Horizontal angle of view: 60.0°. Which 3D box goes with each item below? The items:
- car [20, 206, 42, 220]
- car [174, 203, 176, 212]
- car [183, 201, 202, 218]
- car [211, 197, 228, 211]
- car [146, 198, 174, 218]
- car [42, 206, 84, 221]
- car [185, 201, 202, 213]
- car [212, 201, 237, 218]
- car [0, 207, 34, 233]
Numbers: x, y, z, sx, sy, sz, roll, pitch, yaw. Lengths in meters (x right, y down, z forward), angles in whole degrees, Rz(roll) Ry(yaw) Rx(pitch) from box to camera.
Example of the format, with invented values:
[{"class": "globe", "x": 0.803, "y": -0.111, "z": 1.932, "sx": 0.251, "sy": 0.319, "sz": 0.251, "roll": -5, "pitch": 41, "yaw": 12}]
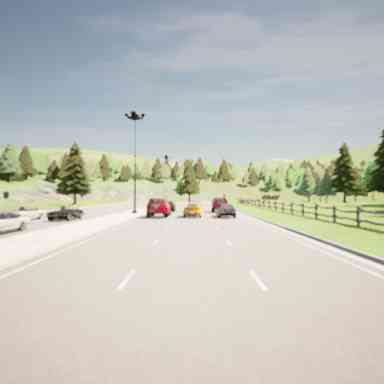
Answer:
[{"class": "car", "x": -14.987, "y": 1.925, "z": 29.726, "sx": 1.895, "sy": 1.301, "sz": 4.718, "roll": 0, "pitch": -1, "yaw": 0}, {"class": "car", "x": -3.226, "y": 1.973, "z": 45.552, "sx": 1.882, "sy": 1.535, "sz": 5.008, "roll": 0, "pitch": -1, "yaw": 2}, {"class": "car", "x": 0.052, "y": 1.861, "z": 35.189, "sx": 1.882, "sy": 1.535, "sz": 5.008, "roll": 0, "pitch": -1, "yaw": 1}, {"class": "car", "x": 3.772, "y": 1.716, "z": 45.398, "sx": 2.150, "sy": 2.045, "sz": 5.566, "roll": 0, "pitch": -1, "yaw": 2}, {"class": "car", "x": -3.452, "y": 1.601, "z": 34.810, "sx": 2.150, "sy": 2.045, "sz": 5.566, "roll": 0, "pitch": -1, "yaw": 1}, {"class": "car", "x": -11.491, "y": 1.932, "z": 30.407, "sx": 1.895, "sy": 1.301, "sz": 4.718, "roll": 0, "pitch": -1, "yaw": 0}, {"class": "car", "x": 0.273, "y": 1.986, "z": 45.460, "sx": 2.128, "sy": 1.511, "sz": 4.902, "roll": 0, "pitch": -1, "yaw": 2}, {"class": "car", "x": 3.548, "y": 1.926, "z": 34.771, "sx": 2.033, "sy": 1.411, "sz": 5.357, "roll": 0, "pitch": -1, "yaw": 1}, {"class": "car", "x": -11.576, "y": 1.816, "z": 19.659, "sx": 1.895, "sy": 1.301, "sz": 4.718, "roll": 0, "pitch": -1, "yaw": 0}]
